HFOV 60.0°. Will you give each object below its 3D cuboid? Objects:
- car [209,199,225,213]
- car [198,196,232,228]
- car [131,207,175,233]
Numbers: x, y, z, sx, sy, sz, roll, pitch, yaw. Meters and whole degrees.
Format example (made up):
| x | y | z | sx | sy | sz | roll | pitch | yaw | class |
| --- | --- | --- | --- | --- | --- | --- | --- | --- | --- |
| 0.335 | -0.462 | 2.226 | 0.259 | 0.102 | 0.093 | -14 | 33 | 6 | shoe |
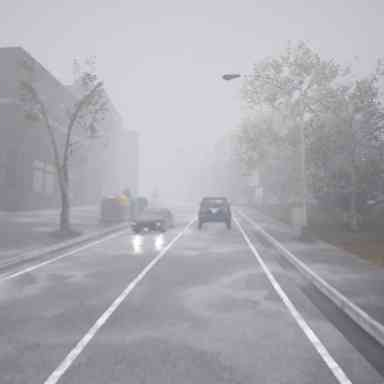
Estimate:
| x | y | z | sx | sy | sz | roll | pitch | yaw | class |
| --- | --- | --- | --- | --- | --- | --- | --- | --- | --- |
| 3.061 | 1.664 | 41.710 | 1.882 | 1.535 | 5.008 | 0 | 0 | 4 | car |
| 1.606 | 1.321 | 23.380 | 2.150 | 2.045 | 5.566 | 0 | 0 | 5 | car |
| -2.257 | 1.649 | 20.686 | 2.033 | 1.411 | 5.357 | 0 | 0 | 5 | car |
